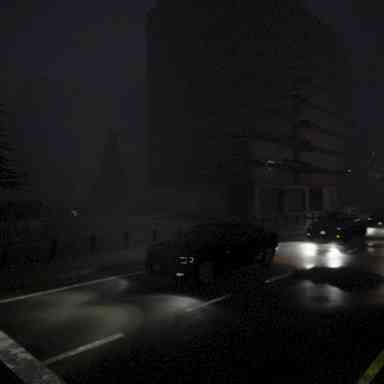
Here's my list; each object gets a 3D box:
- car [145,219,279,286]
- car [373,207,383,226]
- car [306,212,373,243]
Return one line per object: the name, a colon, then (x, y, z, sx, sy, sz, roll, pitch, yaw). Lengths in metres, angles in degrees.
car: (0.820, 1.654, 10.298, 1.882, 1.535, 5.008, -2, -1, 44)
car: (14.893, 1.810, 25.065, 2.033, 1.411, 5.357, -2, -1, 44)
car: (7.667, 1.782, 17.484, 1.994, 1.385, 4.181, -2, -1, 44)
